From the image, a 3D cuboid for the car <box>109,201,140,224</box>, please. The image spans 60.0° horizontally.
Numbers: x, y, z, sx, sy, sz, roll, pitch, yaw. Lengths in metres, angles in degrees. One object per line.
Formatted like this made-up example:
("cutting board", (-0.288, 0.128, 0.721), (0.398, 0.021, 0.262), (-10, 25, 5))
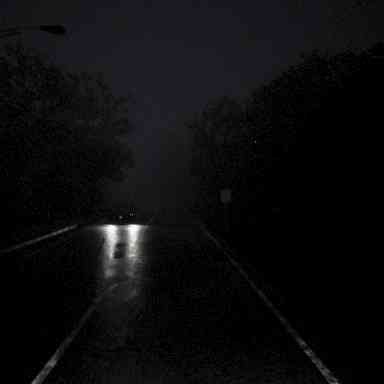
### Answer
("car", (-4.984, 1.486, 24.928), (1.837, 1.490, 4.892), (0, 0, -4))
